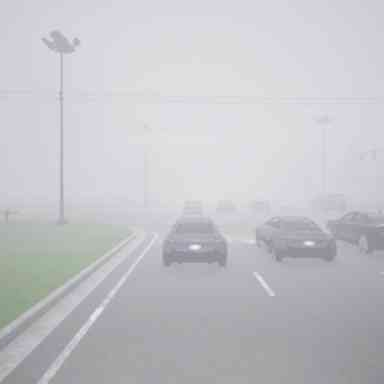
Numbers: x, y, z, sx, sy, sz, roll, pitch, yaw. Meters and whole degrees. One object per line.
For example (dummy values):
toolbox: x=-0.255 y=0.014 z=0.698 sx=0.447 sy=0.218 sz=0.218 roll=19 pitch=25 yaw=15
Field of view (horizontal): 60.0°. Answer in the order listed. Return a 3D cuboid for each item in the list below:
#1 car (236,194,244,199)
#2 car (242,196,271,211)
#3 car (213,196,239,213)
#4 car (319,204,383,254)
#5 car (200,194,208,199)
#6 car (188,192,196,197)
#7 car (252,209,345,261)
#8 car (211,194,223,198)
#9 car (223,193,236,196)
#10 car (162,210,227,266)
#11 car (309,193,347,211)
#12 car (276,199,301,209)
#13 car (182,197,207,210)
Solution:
car: x=13.975 y=1.400 z=94.646 sx=1.895 sy=1.301 sz=4.718 roll=0 pitch=0 yaw=0
car: x=7.090 y=1.418 z=35.585 sx=2.128 sy=1.511 sz=4.902 roll=0 pitch=0 yaw=0
car: x=3.590 y=1.489 z=36.117 sx=1.994 sy=1.385 sz=4.181 roll=0 pitch=0 yaw=0
car: x=7.092 y=1.449 z=13.355 sx=1.882 sy=1.535 sz=5.008 roll=0 pitch=0 yaw=0
car: x=3.475 y=1.331 z=94.438 sx=2.128 sy=1.511 sz=4.902 roll=0 pitch=0 yaw=0
car: x=-0.025 y=1.032 z=94.091 sx=2.150 sy=2.045 sz=5.566 roll=0 pitch=0 yaw=0
car: x=3.590 y=1.539 z=12.201 sx=1.994 sy=1.385 sz=4.181 roll=0 pitch=0 yaw=0
car: x=6.975 y=1.284 z=94.366 sx=1.882 sy=1.535 sz=5.008 roll=0 pitch=0 yaw=0
car: x=10.475 y=1.305 z=94.613 sx=1.837 sy=1.490 sz=4.892 roll=0 pitch=0 yaw=0
car: x=0.090 y=1.539 z=11.485 sx=1.994 sy=1.385 sz=4.181 roll=0 pitch=0 yaw=0
car: x=14.091 y=1.150 z=34.702 sx=2.150 sy=2.045 sz=5.566 roll=0 pitch=0 yaw=0
car: x=10.576 y=1.450 z=36.634 sx=1.812 sy=1.442 sz=4.674 roll=0 pitch=0 yaw=0
car: x=0.090 y=1.485 z=30.244 sx=2.033 sy=1.411 sz=5.357 roll=0 pitch=0 yaw=0
